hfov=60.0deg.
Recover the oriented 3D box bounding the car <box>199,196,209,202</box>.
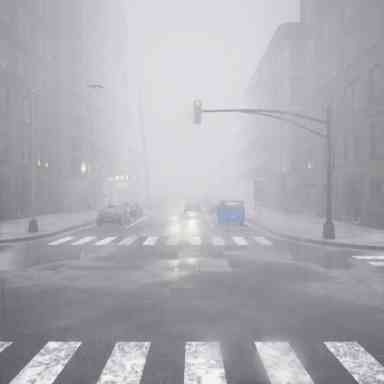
[{"bbox_3d":[2.637,1.525,74.334,2.008,1.369,4.403,0,0,0],"label":"car"}]

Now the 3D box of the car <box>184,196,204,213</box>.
[{"bbox_3d":[0.099,1.524,36.797,1.812,1.442,4.674,0,0,0],"label":"car"}]

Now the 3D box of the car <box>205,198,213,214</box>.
[{"bbox_3d":[2.637,1.580,34.565,1.802,1.307,4.206,0,0,0],"label":"car"}]

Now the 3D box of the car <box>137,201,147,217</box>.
[{"bbox_3d":[-5.388,1.543,28.875,1.887,1.381,4.507,0,0,0],"label":"car"}]

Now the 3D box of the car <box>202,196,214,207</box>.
[{"bbox_3d":[2.637,1.577,45.928,1.802,1.307,4.206,0,0,0],"label":"car"}]

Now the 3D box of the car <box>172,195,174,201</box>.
[{"bbox_3d":[-5.388,1.293,68.648,2.192,1.841,5.009,0,0,0],"label":"car"}]

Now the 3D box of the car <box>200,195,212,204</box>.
[{"bbox_3d":[2.637,1.422,62.972,1.967,1.590,4.097,0,0,0],"label":"car"}]

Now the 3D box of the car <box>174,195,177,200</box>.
[{"bbox_3d":[-5.388,1.410,80.012,1.967,1.590,4.097,0,0,0],"label":"car"}]

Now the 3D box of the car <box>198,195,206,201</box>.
[{"bbox_3d":[2.637,1.532,85.697,1.947,1.339,4.313,0,0,0],"label":"car"}]

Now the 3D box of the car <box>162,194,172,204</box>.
[{"bbox_3d":[-5.388,1.548,62.967,1.947,1.339,4.313,0,0,0],"label":"car"}]

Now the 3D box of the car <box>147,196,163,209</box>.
[{"bbox_3d":[-5.388,1.520,45.752,1.752,1.417,4.829,0,0,0],"label":"car"}]

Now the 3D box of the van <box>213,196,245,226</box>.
[{"bbox_3d":[2.637,1.340,23.203,1.690,1.788,3.998,0,0,0],"label":"van"}]

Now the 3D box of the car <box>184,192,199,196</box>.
[{"bbox_3d":[0.061,1.335,60.353,2.097,1.767,4.553,0,0,0],"label":"car"}]

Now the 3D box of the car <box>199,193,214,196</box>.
[{"bbox_3d":[2.637,1.306,51.609,2.192,1.841,5.009,0,0,0],"label":"car"}]

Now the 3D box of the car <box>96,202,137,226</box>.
[{"bbox_3d":[-5.388,1.550,23.194,2.008,1.369,4.403,0,0,0],"label":"car"}]

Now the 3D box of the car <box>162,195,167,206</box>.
[{"bbox_3d":[-5.388,1.556,51.604,1.947,1.339,4.313,0,0,0],"label":"car"}]
